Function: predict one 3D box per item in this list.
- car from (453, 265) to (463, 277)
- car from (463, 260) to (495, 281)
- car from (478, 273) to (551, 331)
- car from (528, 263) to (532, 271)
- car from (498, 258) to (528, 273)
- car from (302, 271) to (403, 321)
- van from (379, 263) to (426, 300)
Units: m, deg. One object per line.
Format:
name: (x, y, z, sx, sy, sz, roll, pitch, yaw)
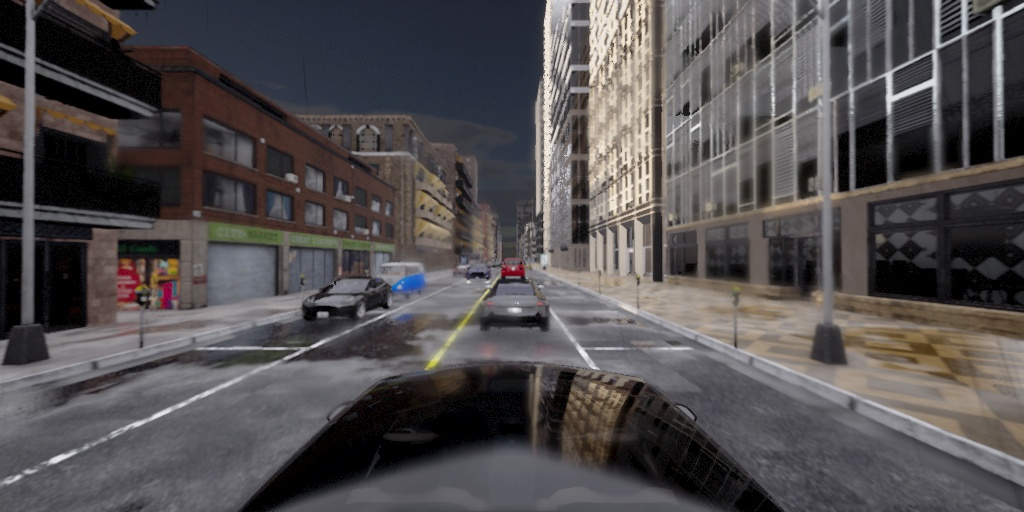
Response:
car: (-5.684, 1.678, 41.210, 1.802, 1.307, 4.207, 0, 0, 0)
car: (-3.091, 1.386, 34.342, 2.097, 1.767, 4.553, 0, -1, 0)
car: (0.086, 1.399, 11.352, 1.994, 1.385, 4.181, 0, 0, 0)
car: (2.700, 1.832, 63.972, 1.751, 1.417, 4.829, 0, 0, 0)
car: (0.104, 1.252, 34.010, 2.150, 2.045, 5.566, 0, -1, 0)
car: (-5.690, 1.413, 12.969, 1.948, 1.339, 4.313, 0, 0, 0)
van: (-5.688, 1.237, 18.618, 1.690, 1.789, 3.998, 0, 0, 0)
